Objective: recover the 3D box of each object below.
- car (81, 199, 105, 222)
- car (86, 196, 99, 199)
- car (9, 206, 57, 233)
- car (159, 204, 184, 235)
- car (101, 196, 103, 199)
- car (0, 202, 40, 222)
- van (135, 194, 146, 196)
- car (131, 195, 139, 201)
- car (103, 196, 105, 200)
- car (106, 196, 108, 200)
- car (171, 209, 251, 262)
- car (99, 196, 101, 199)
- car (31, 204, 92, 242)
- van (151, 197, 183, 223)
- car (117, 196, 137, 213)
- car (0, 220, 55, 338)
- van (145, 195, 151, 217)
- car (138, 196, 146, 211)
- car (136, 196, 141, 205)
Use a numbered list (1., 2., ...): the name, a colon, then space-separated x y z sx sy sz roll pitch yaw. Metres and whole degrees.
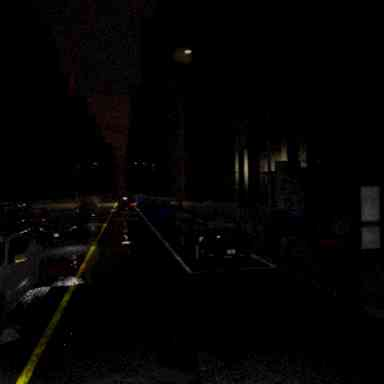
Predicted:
1. car: -8.410 1.607 26.799 2.033 1.411 5.357 -1 0 -12
2. car: -16.900 1.686 54.515 2.008 1.369 4.403 -1 0 -12
3. car: -9.963 1.687 21.165 1.802 1.307 4.206 -1 0 -12
4. car: -0.462 1.530 17.343 1.802 1.307 4.206 -1 0 -12
5. car: -19.177 1.672 65.465 1.752 1.417 4.829 -1 0 -12
6. car: -8.811 1.418 15.605 2.192 1.841 5.009 -1 0 -12
7. van: -7.403 1.316 50.694 1.690 1.788 3.998 -1 0 -12
8. car: -14.370 1.536 84.213 1.752 1.417 4.829 -1 0 -12
9. car: -20.367 1.719 71.191 1.947 1.339 4.313 -1 0 -12
10. car: -23.836 1.718 87.866 1.887 1.381 4.507 -1 0 -12
11. car: 0.693 1.497 11.784 2.008 1.369 4.403 -1 0 -12
12. car: -18.058 1.582 60.073 1.967 1.590 4.097 -1 0 -12
13. car: -6.296 1.580 16.600 1.812 1.442 4.674 -1 0 -11
14. van: -1.623 1.291 22.901 1.690 1.788 3.998 -1 0 -12
15. car: -7.479 1.537 37.761 1.812 1.442 4.674 -1 0 -11
16. car: -4.199 1.577 6.561 1.812 1.442 4.674 -1 0 -12
17. van: -2.779 1.294 28.459 1.690 1.788 3.998 -1 0 -12
18. car: -5.087 1.545 39.577 1.802 1.307 4.206 -1 0 -12
19. car: -6.243 1.551 45.136 1.802 1.307 4.206 -1 0 -12
